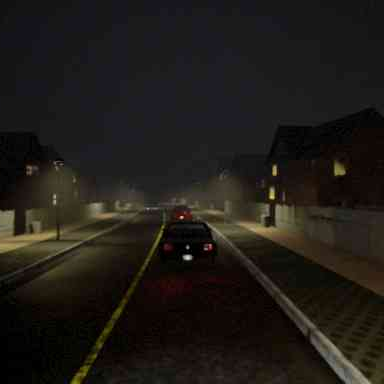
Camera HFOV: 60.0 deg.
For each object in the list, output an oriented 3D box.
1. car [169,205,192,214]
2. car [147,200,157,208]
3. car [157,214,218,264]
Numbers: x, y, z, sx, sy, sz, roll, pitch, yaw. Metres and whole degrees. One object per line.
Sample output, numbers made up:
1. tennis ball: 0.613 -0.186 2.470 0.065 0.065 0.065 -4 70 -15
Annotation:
1. car: -0.942 1.823 28.089 1.812 1.442 4.674 0 0 -3
2. car: -7.717 2.305 64.379 1.812 1.442 4.674 0 -1 -8
3. car: -0.176 1.727 12.339 1.895 1.301 4.718 0 -1 -1
